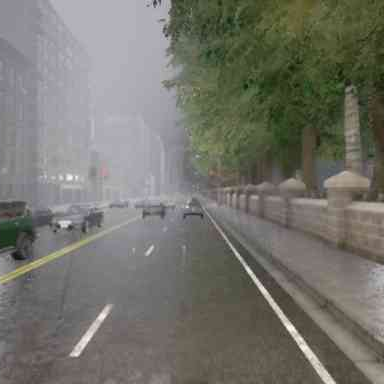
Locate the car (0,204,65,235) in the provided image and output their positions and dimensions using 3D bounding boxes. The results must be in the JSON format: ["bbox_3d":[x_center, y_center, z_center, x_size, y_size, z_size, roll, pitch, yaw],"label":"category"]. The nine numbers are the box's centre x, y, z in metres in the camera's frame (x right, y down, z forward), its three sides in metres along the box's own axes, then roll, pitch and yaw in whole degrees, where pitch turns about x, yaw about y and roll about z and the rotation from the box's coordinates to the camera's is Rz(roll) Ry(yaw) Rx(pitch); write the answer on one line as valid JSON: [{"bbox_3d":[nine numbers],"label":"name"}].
[{"bbox_3d":[-9.814,1.548,20.278,2.033,1.411,5.357,0,0,0],"label":"car"}]

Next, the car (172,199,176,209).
[{"bbox_3d":[-3.177,1.596,44.261,1.895,1.301,4.718,0,0,0],"label":"car"}]

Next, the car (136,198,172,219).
[{"bbox_3d":[-3.225,1.492,29.473,2.128,1.511,4.902,0,0,0],"label":"car"}]

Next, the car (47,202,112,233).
[{"bbox_3d":[-6.562,1.492,19.576,2.128,1.511,4.902,0,0,0],"label":"car"}]

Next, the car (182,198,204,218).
[{"bbox_3d":[0.112,1.547,30.017,2.033,1.411,5.357,0,0,0],"label":"car"}]

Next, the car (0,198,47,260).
[{"bbox_3d":[-6.571,1.222,9.516,2.150,2.045,5.566,0,0,1],"label":"car"}]

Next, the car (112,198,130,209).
[{"bbox_3d":[-9.732,1.546,45.129,2.033,1.411,5.357,0,0,0],"label":"car"}]
